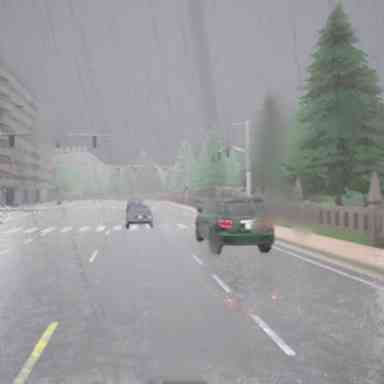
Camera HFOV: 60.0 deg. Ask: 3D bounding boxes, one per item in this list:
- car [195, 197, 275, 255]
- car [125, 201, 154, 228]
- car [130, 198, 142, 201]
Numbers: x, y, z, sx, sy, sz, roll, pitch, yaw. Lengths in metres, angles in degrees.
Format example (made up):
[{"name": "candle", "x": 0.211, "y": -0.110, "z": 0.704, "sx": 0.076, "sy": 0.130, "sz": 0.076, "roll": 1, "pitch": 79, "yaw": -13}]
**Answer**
[{"name": "car", "x": 1.524, "y": 1.228, "z": 13.696, "sx": 2.150, "sy": 2.045, "sz": 5.566, "roll": -1, "pitch": 0, "yaw": -9}, {"name": "car", "x": -3.646, "y": 1.616, "z": 23.017, "sx": 2.033, "sy": 1.411, "sz": 5.357, "roll": -1, "pitch": 0, "yaw": -10}, {"name": "car", "x": -6.987, "y": 1.484, "z": 41.265, "sx": 2.097, "sy": 1.767, "sz": 4.553, "roll": -1, "pitch": 0, "yaw": -10}]
